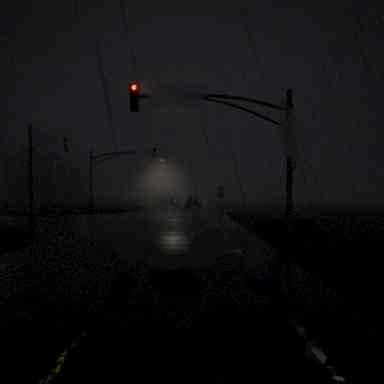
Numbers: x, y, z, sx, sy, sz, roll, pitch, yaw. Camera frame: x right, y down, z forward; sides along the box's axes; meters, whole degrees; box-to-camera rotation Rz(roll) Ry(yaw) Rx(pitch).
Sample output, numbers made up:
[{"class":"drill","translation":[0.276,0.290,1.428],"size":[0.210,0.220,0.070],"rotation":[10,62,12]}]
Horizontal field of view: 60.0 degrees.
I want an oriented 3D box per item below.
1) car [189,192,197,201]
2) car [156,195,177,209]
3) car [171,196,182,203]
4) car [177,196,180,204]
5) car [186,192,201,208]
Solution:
[{"class":"car","translation":[0.260,1.115,85.836],"size":[2.150,2.045,5.566],"rotation":[0,0,0]},{"class":"car","translation":[-3.459,1.320,43.517],"size":[2.097,1.767,4.553],"rotation":[0,0,0]},{"class":"car","translation":[-3.286,1.476,70.859],"size":[1.994,1.385,4.181],"rotation":[0,0,0]},{"class":"car","translation":[-3.431,1.308,52.298],"size":[2.097,1.767,4.553],"rotation":[0,0,0]},{"class":"car","translation":[0.196,1.314,47.445],"size":[2.097,1.767,4.553],"rotation":[0,0,1]}]
